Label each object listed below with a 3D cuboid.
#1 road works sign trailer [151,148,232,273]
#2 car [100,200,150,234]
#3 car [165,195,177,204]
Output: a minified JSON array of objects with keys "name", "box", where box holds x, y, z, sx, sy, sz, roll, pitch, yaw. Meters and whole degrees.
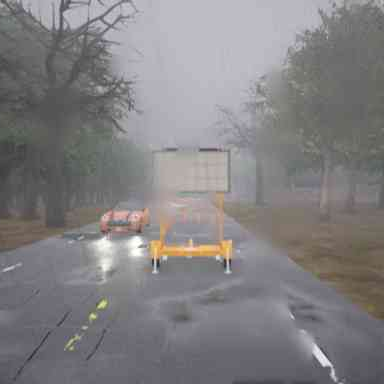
[{"name":"road works sign trailer","box":[-0.017,0.427,10.482,2.380,3.560,2.880,0,0,0]},{"name":"car","box":[-3.631,1.275,18.727,2.097,1.767,4.553,0,0,0]},{"name":"car","box":[-3.678,1.284,59.126,2.128,1.511,4.902,0,0,0]}]
